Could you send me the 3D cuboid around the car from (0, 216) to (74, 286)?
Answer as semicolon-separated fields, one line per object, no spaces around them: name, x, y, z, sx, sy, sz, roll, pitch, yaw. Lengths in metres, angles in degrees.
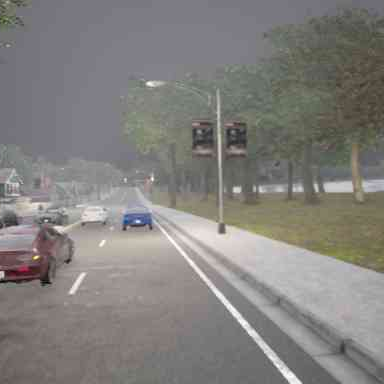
car;-4.670;1.669;9.549;1.812;1.442;4.674;-1;0;-10

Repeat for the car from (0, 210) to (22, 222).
car;-14.135;2.044;24.427;2.033;1.411;5.357;-1;-1;-10

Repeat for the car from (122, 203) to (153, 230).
car;-3.769;1.691;22.924;1.882;1.535;5.008;-1;0;-10

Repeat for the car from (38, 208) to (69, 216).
car;-11.278;2.009;26.927;1.994;1.385;4.181;-1;-1;-10

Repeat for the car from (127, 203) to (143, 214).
car;-7.420;2.109;43.381;1.895;1.301;4.718;-1;-1;-10

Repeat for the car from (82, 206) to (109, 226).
car;-7.796;1.881;27.030;1.812;1.442;4.674;-1;-1;-10
